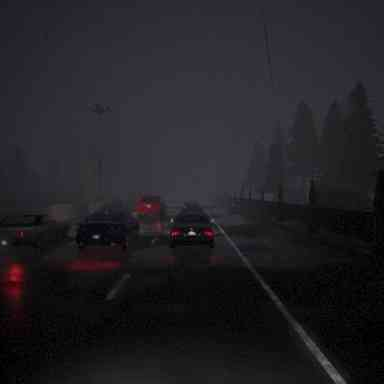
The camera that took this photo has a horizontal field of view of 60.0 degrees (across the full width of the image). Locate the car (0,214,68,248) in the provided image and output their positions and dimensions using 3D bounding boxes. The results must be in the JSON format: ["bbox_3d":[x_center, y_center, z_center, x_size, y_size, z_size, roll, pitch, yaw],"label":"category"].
[{"bbox_3d":[-7.000,1.617,14.680,1.895,1.301,4.718,0,0,0],"label":"car"}]

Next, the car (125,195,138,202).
[{"bbox_3d":[-14.000,1.484,76.956,2.128,1.511,4.902,0,0,0],"label":"car"}]

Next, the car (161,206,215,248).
[{"bbox_3d":[0.000,1.564,14.650,2.033,1.411,5.357,0,0,0],"label":"car"}]

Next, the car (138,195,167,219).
[{"bbox_3d":[-3.500,1.259,29.680,2.150,2.045,5.566,0,0,0],"label":"car"}]

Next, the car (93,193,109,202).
[{"bbox_3d":[-21.000,1.184,76.926,2.150,2.045,5.566,0,0,0],"label":"car"}]

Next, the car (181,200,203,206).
[{"bbox_3d":[0.000,1.496,29.650,2.128,1.511,4.902,0,0,0],"label":"car"}]

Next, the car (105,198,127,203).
[{"bbox_3d":[-7.000,1.534,29.650,1.812,1.442,4.674,0,0,0],"label":"car"}]

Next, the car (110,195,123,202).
[{"bbox_3d":[-17.500,1.511,76.956,1.994,1.385,4.181,0,0,0],"label":"car"}]

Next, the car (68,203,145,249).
[{"bbox_3d":[-3.500,1.486,14.650,1.882,1.535,5.008,0,0,0],"label":"car"}]
